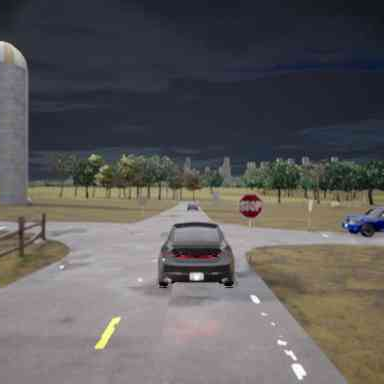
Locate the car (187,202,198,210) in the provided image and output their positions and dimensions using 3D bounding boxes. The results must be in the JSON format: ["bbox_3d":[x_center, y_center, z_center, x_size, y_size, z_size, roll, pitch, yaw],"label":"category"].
[{"bbox_3d":[0.121,2.688,62.401,1.812,1.442,4.674,0,-1,0],"label":"car"}]

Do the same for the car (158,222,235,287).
[{"bbox_3d":[0.103,1.621,9.643,1.837,1.490,4.892,0,-1,0],"label":"car"}]

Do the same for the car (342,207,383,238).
[{"bbox_3d":[13.438,2.059,23.054,5.566,2.045,2.150,2,0,-1],"label":"car"}]
